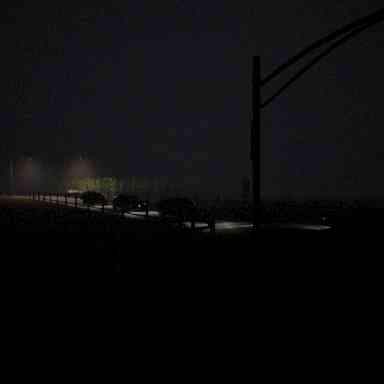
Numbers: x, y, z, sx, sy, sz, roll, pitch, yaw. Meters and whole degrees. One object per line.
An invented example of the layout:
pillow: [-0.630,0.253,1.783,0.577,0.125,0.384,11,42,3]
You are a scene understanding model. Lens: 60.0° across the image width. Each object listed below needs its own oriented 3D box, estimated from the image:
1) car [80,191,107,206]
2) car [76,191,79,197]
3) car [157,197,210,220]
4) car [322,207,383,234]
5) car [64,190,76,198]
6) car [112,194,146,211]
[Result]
car: [-11.723,0.815,40.024,1.812,1.442,4.674,0,1,-35]
car: [-16.460,0.540,53.260,1.882,1.535,5.008,0,1,-35]
car: [-0.718,1.114,24.198,1.882,1.535,5.008,0,1,-35]
car: [9.237,1.422,16.382,2.033,1.411,5.357,0,1,-35]
car: [-22.376,0.375,61.750,2.128,1.511,4.902,0,1,-35]
car: [-6.117,0.970,31.952,1.837,1.490,4.892,0,1,-35]
